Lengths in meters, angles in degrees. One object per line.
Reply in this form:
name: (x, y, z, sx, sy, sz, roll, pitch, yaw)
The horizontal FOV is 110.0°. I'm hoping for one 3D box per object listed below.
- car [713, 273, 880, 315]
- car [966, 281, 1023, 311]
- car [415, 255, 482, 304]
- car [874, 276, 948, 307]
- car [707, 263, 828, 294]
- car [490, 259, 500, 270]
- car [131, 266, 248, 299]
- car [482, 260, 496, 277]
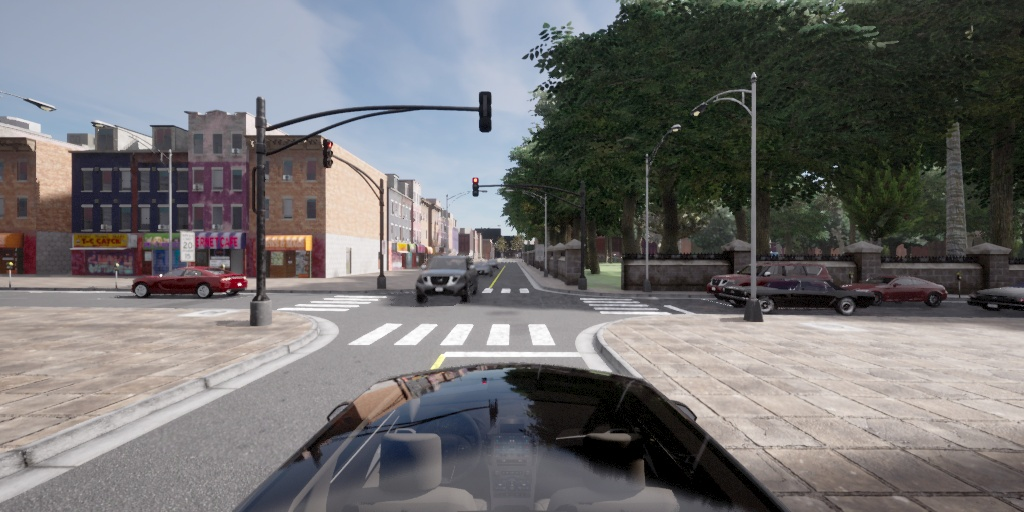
car: (10.765, 1.487, 13.861, 4.718, 1.301, 1.895, 1, 0, 2)
car: (21.153, 1.554, 13.776, 5.357, 1.411, 2.033, 1, 0, 0)
car: (-2.852, 0.976, 16.802, 2.150, 2.045, 5.566, 0, 0, 0)
car: (17.159, 1.538, 16.331, 4.207, 1.307, 1.802, 0, 0, 0)
car: (11.711, 1.207, 16.349, 5.009, 1.841, 2.192, 0, 0, 0)
car: (-2.838, 1.240, 51.736, 1.837, 1.490, 4.892, 0, 0, 0)
car: (-14.717, 1.153, 16.439, 4.507, 1.381, 1.888, 0, 0, 0)
car: (-2.853, 1.317, 34.482, 1.994, 1.385, 4.181, 0, 0, 0)
